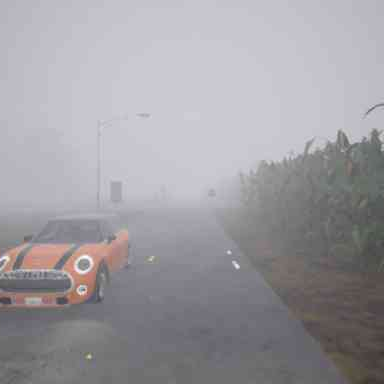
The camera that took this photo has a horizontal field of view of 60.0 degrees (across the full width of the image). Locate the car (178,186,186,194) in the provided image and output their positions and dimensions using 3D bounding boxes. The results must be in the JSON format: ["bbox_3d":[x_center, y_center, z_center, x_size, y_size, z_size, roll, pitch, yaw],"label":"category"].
[{"bbox_3d":[-2.737,-0.669,90.046,2.150,2.045,5.566,0,2,0],"label":"car"}]

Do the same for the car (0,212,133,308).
[{"bbox_3d":[-2.846,1.372,8.218,2.097,1.767,4.553,0,0,0],"label":"car"}]
